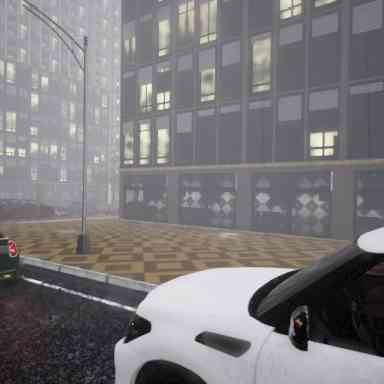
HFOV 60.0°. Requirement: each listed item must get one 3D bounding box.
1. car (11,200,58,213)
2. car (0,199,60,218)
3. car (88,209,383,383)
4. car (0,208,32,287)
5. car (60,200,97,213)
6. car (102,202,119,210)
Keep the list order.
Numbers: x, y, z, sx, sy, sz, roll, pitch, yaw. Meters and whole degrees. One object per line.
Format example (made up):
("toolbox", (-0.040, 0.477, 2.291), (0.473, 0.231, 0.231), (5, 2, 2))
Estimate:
("car", (-18.609, 1.650, 39.533), (1.752, 1.417, 4.829), (1, 0, 36))
("car", (-15.100, 1.524, 30.163), (2.192, 1.841, 5.009), (1, 0, 36))
("car", (1.929, 1.222, 2.305), (5.566, 2.045, 2.150), (0, 0, 36))
("car", (-6.185, 1.349, 8.073), (4.553, 1.767, 2.097), (0, 0, 35))
("car", (-14.306, 1.746, 40.995), (2.033, 1.411, 5.357), (1, 0, 37))
("car", (-8.313, 1.835, 39.383), (1.752, 1.417, 4.829), (1, 0, 36))
